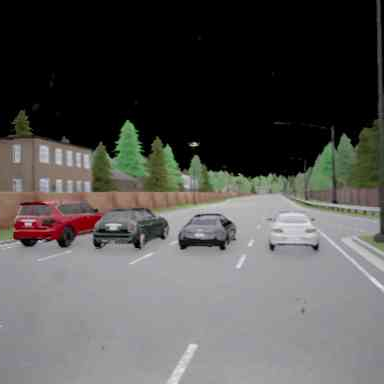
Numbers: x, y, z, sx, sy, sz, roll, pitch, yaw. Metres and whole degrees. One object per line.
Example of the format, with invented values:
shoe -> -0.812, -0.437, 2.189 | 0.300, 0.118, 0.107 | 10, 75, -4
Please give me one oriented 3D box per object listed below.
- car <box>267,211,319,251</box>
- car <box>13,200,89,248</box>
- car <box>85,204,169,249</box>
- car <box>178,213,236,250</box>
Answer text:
car -> 4.214, 1.536, 14.077 | 1.812, 1.442, 4.674 | -1, 0, 14
car -> -6.066, 1.421, 16.284 | 2.150, 2.045, 5.566 | -1, 0, 14
car -> -2.652, 1.490, 15.497 | 2.097, 1.767, 4.553 | -1, -1, 14
car -> 0.795, 1.639, 14.841 | 1.994, 1.385, 4.181 | -1, 0, 14
